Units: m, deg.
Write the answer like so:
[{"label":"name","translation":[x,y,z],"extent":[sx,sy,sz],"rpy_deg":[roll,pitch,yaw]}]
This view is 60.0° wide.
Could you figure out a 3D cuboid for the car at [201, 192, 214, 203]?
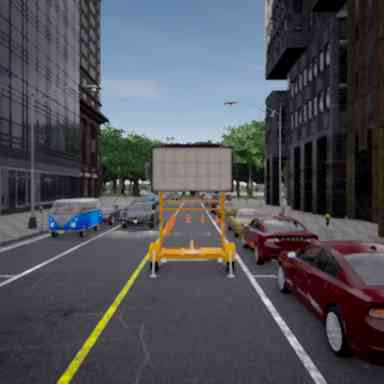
[{"label":"car","translation":[2.798,0.899,60.185],"extent":[2.192,1.841,5.009],"rpy_deg":[0,0,0]}]

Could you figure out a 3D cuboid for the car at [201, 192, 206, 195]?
[{"label":"car","translation":[2.795,1.060,54.748],"extent":[1.967,1.590,4.097],"rpy_deg":[0,0,0]}]

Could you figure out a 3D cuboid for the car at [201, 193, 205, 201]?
[{"label":"car","translation":[2.791,1.201,49.311],"extent":[1.887,1.381,4.507],"rpy_deg":[0,0,0]}]

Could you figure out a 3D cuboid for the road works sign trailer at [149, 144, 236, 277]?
[{"label":"road works sign trailer","translation":[0.005,0.392,9.948],"extent":[2.380,3.560,2.880],"rpy_deg":[0,0,0]}]

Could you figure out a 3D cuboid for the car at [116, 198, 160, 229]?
[{"label":"car","translation":[-3.088,1.357,20.626],"extent":[1.837,1.490,4.892],"rpy_deg":[0,0,0]}]

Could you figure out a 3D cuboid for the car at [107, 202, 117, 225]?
[{"label":"car","translation":[-5.750,1.393,22.130],"extent":[2.008,1.369,4.403],"rpy_deg":[0,0,0]}]

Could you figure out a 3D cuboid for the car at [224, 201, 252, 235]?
[{"label":"car","translation":[2.772,1.404,16.856],"extent":[1.752,1.417,4.829],"rpy_deg":[0,0,0]}]

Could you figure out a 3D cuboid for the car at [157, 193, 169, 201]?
[{"label":"car","translation":[-5.724,0.989,65.628],"extent":[1.967,1.590,4.097],"rpy_deg":[0,0,0]}]

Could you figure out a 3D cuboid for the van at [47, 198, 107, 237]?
[{"label":"van","translation":[-5.754,1.221,16.691],"extent":[1.690,1.788,3.998],"rpy_deg":[0,0,0]}]

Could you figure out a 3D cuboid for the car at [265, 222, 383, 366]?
[{"label":"car","translation":[2.765,1.502,5.812],"extent":[1.887,1.381,4.507],"rpy_deg":[0,0,0]}]

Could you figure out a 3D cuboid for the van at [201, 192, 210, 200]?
[{"label":"van","translation":[2.804,0.855,71.060],"extent":[1.690,1.788,3.998],"rpy_deg":[0,0,0]}]

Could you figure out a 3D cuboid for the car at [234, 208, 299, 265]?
[{"label":"car","translation":[2.768,1.463,11.249],"extent":[1.887,1.381,4.507],"rpy_deg":[0,0,0]}]

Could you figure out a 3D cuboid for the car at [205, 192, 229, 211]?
[{"label":"car","translation":[2.781,1.081,32.997],"extent":[2.192,1.841,5.009],"rpy_deg":[0,0,0]}]

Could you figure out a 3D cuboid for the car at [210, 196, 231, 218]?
[{"label":"car","translation":[2.778,1.328,27.731],"extent":[1.752,1.417,4.829],"rpy_deg":[0,0,0]}]

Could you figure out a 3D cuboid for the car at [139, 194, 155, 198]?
[{"label":"car","translation":[-5.740,1.295,38.442],"extent":[1.947,1.339,4.313],"rpy_deg":[0,0,0]}]

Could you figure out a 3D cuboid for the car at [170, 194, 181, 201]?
[{"label":"car","translation":[-2.992,1.119,62.340],"extent":[2.033,1.411,5.357],"rpy_deg":[0,0,1]}]

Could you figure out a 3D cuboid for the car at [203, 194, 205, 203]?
[{"label":"car","translation":[2.788,1.217,44.044],"extent":[1.752,1.417,4.829],"rpy_deg":[0,0,0]}]

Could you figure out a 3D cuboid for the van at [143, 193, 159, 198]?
[{"label":"van","translation":[-5.737,1.033,43.878],"extent":[1.690,1.788,3.998],"rpy_deg":[0,0,0]}]

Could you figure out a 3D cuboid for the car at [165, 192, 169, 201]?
[{"label":"car","translation":[-5.727,1.111,60.022],"extent":[1.752,1.417,4.829],"rpy_deg":[0,0,0]}]

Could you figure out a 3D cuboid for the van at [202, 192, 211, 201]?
[{"label":"van","translation":[2.801,0.890,65.622],"extent":[1.690,1.788,3.998],"rpy_deg":[0,0,0]}]

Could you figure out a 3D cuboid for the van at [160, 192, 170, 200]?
[{"label":"van","translation":[-5.721,0.855,71.065],"extent":[1.690,1.788,3.998],"rpy_deg":[0,0,0]}]

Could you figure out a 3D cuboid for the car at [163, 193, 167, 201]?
[{"label":"car","translation":[-5.730,1.186,54.754],"extent":[1.947,1.339,4.313],"rpy_deg":[0,0,0]}]
